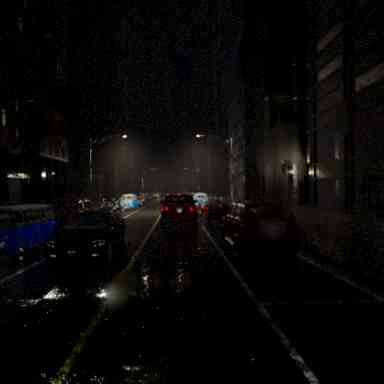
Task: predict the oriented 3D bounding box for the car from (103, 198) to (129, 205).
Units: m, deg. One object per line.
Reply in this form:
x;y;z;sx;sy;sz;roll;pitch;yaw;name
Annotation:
-7.000;1.461;28.569;2.008;1.369;4.403;-1;0;-3;car

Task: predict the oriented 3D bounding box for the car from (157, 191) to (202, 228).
-0.813;1.095;21.184;2.150;2.045;5.566;-1;1;-2;car

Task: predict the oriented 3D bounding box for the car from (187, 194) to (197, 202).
-0.040;1.119;62.758;1.752;1.417;4.829;-1;0;-3;car

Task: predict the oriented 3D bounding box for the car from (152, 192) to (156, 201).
-8.797;1.215;67.623;1.752;1.417;4.829;-1;0;-3;car

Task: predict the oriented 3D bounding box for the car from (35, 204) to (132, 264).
-3.568;1.447;12.046;1.882;1.535;5.008;-1;0;-3;car

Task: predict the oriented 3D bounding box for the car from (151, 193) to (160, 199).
-9.837;1.021;90.207;1.967;1.590;4.097;-1;0;-3;car

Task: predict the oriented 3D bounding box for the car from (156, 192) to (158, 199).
-9.577;1.174;84.603;1.947;1.339;4.313;-1;0;-3;car

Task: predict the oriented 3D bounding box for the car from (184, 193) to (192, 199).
-1.062;1.036;85.000;2.008;1.369;4.403;-1;0;-3;car

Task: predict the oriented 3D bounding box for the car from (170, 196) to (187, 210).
-1.642;1.270;39.424;1.837;1.490;4.892;-1;0;-2;car

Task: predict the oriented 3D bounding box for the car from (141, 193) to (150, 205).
-8.032;1.221;50.983;1.967;1.590;4.097;-1;0;-3;car

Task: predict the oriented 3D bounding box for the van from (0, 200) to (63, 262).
-6.229;1.350;11.757;1.690;1.788;3.998;-1;0;-3;van

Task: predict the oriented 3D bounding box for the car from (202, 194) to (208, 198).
1.514;1.228;28.969;1.967;1.590;4.097;-1;0;-3;car

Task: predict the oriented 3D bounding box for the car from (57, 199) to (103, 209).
-6.487;1.291;17.361;2.192;1.841;5.009;-1;0;-3;car

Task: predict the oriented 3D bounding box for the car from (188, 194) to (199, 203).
0.218;1.150;57.155;1.752;1.417;4.829;-1;0;-3;car

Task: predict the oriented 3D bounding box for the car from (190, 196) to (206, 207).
0.742;1.235;45.779;1.887;1.381;4.507;-1;0;-3;car

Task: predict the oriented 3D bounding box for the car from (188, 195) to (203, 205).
0.484;1.224;51.382;1.947;1.339;4.313;-1;0;-3;car

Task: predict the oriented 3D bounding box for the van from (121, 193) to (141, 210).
-7.518;1.187;39.775;1.690;1.788;3.998;-1;0;-3;van

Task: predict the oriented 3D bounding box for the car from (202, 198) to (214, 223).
1.773;1.365;23.366;1.887;1.381;4.507;-1;0;-3;car

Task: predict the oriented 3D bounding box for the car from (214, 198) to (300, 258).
2.285;1.202;12.159;2.192;1.841;5.009;-1;0;-3;car

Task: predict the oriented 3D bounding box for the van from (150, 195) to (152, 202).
-8.291;1.089;56.585;1.690;1.788;3.998;-1;0;-3;van
